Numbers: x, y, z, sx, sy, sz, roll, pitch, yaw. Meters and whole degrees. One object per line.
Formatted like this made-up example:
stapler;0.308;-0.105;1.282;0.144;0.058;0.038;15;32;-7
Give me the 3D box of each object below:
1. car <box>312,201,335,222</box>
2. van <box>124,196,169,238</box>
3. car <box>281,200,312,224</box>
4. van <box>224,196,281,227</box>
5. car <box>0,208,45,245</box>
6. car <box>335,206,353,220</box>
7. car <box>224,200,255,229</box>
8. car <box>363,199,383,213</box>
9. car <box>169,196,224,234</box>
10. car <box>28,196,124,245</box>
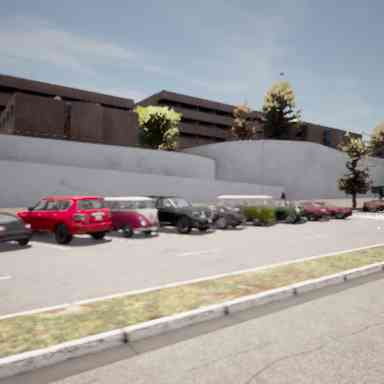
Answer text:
car;8.388;1.505;26.235;4.674;1.452;2.002;-1;0;35
van;-3.668;1.264;17.531;4.442;1.987;1.878;-1;-1;35
car;5.980;1.344;24.493;4.553;1.767;2.185;-1;0;35
van;3.426;1.251;22.846;4.442;1.987;1.878;-1;0;35
car;-8.627;1.535;14.127;4.674;1.452;2.002;-1;-1;35
car;10.860;1.489;27.968;4.792;1.488;2.163;-1;-1;35
car;1.100;1.482;21.046;4.892;1.521;2.231;-1;0;35
car;20.641;1.467;34.930;4.792;1.488;2.163;-1;-1;35
car;-1.310;1.235;19.312;5.566;2.045;2.435;-1;-1;35
car;-6.225;1.245;15.877;5.566;2.045;2.435;-1;-1;35
